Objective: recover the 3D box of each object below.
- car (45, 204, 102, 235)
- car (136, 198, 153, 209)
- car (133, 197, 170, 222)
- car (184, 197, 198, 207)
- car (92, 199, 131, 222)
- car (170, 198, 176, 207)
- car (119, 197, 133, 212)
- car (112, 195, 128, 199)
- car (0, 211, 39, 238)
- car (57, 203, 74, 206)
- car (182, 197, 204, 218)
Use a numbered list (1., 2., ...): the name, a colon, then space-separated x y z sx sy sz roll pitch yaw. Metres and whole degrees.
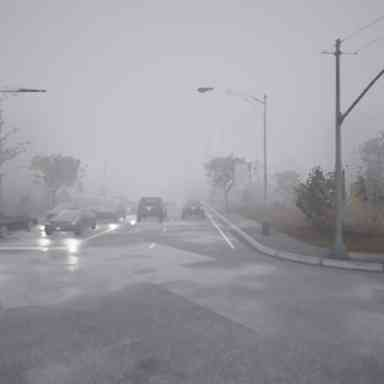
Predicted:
1. car: -7.089 1.684 19.954 1.812 1.442 4.674 0 0 0
2. car: -7.009 1.698 49.689 1.837 1.490 4.892 0 1 0
3. car: -3.401 1.447 29.052 2.150 2.045 5.566 0 0 0
4. car: -0.236 1.611 57.014 2.128 1.511 4.902 0 1 -3
5. car: -7.050 1.703 29.166 1.882 1.535 5.008 0 0 0
6. car: -3.602 1.647 53.604 2.128 1.511 4.902 0 1 -1
7. car: -7.000 1.738 39.263 2.128 1.511 4.902 0 0 0
8. car: -10.509 1.425 48.301 2.150 2.045 5.566 0 0 0
9. car: -10.589 1.750 18.725 1.895 1.301 4.718 0 0 0
10. car: -10.556 1.697 28.089 1.882 1.535 5.008 0 0 0
11. car: 0.099 1.594 33.224 2.097 1.767 4.553 0 0 0
